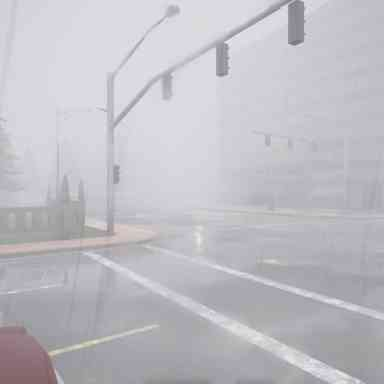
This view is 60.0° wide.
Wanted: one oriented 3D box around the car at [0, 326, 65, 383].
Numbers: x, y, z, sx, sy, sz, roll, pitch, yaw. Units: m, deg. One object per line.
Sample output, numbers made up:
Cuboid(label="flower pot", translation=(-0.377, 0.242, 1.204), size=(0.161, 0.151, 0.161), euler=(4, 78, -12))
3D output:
Cuboid(label="car", translation=(-3.061, 1.601, 1.596), size=(4.718, 1.301, 1.895), euler=(0, 0, -35))
